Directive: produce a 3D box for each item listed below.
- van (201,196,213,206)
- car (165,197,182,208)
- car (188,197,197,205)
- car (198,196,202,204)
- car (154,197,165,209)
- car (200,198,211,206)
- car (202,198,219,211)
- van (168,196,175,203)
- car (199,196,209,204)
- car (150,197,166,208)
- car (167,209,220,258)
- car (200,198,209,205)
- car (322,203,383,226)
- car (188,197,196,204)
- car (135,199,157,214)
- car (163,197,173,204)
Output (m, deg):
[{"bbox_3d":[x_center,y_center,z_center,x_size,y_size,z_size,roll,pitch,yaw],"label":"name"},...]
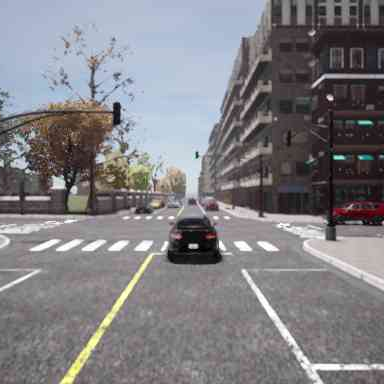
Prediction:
[{"bbox_3d":[2.708,1.690,51.082,1.690,1.788,3.998,0,0,0],"label":"van"},{"bbox_3d":[-3.057,1.974,54.202,1.895,1.301,4.718,0,0,0],"label":"car"},{"bbox_3d":[0.020,1.986,68.918,1.837,1.490,4.892,0,0,0],"label":"car"},{"bbox_3d":[2.711,1.875,62.341,1.967,1.590,4.097,0,0,0],"label":"car"},{"bbox_3d":[-5.672,1.874,50.913,1.752,1.417,4.829,0,0,0],"label":"car"},{"bbox_3d":[2.712,2.030,67.970,2.008,1.369,4.403,0,0,0],"label":"car"},{"bbox_3d":[2.706,1.852,45.450,1.887,1.381,4.507,0,0,0],"label":"car"},{"bbox_3d":[-5.662,2.006,90.494,1.690,1.788,3.998,0,0,0],"label":"van"},{"bbox_3d":[2.716,1.885,79.232,2.192,1.841,5.009,0,0,0],"label":"car"},{"bbox_3d":[-5.671,1.707,56.715,2.192,1.841,5.009,0,0,0],"label":"car"},{"bbox_3d":[0.062,1.610,13.085,1.812,1.442,4.674,0,0,0],"label":"car"},{"bbox_3d":[2.714,2.069,73.600,1.887,1.381,4.507,0,0,0],"label":"car"},{"bbox_3d":[13.474,1.777,27.494,5.009,1.841,2.192,1,-2,-1],"label":"car"},{"bbox_3d":[0.024,1.969,78.955,1.812,1.442,4.674,0,0,0],"label":"car"},{"bbox_3d":[-5.676,1.833,39.822,1.947,1.339,4.313,0,0,0],"label":"car"},{"bbox_3d":[-5.664,2.011,79.233,1.967,1.590,4.097,0,0,0],"label":"car"}]
